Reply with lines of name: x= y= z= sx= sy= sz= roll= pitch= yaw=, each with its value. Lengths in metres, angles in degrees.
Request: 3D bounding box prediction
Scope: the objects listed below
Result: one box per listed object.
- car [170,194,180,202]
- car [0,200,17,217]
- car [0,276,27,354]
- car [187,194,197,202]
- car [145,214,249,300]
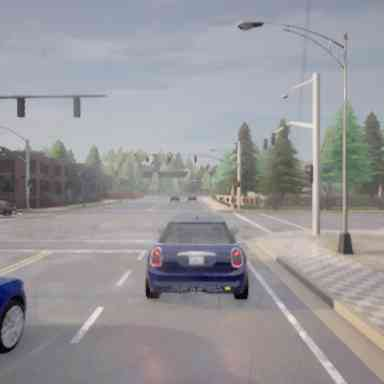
car: x=-3.498 y=1.265 z=68.814 sx=1.837 sy=1.490 sz=4.892 roll=0 pitch=0 yaw=0
car: x=-17.429 y=1.421 z=28.170 sx=4.892 sy=1.490 sz=1.837 roll=0 pitch=-1 yaw=4
car: x=-3.442 y=1.468 z=3.071 sx=1.882 sy=1.535 sz=5.008 roll=0 pitch=0 yaw=0
car: x=0.002 y=1.265 z=68.814 sx=1.837 sy=1.490 sz=4.892 roll=0 pitch=0 yaw=0
car: x=0.154 y=1.326 z=8.526 sx=2.097 sy=1.767 sz=4.553 roll=0 pitch=0 yaw=2
